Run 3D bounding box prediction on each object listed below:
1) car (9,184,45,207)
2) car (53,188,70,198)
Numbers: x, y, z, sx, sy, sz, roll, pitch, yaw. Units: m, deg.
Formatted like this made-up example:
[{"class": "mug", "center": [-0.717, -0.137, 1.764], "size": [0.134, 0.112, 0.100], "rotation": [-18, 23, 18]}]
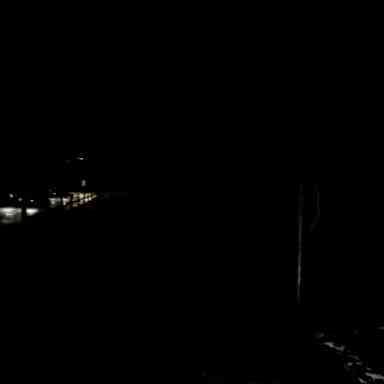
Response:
[{"class": "car", "center": [-15.744, 0.262, 32.115], "size": [2.150, 2.045, 5.566], "rotation": [0, 1, -12]}, {"class": "car", "center": [-19.153, 0.131, 49.027], "size": [1.837, 1.490, 4.892], "rotation": [0, 1, -12]}]
